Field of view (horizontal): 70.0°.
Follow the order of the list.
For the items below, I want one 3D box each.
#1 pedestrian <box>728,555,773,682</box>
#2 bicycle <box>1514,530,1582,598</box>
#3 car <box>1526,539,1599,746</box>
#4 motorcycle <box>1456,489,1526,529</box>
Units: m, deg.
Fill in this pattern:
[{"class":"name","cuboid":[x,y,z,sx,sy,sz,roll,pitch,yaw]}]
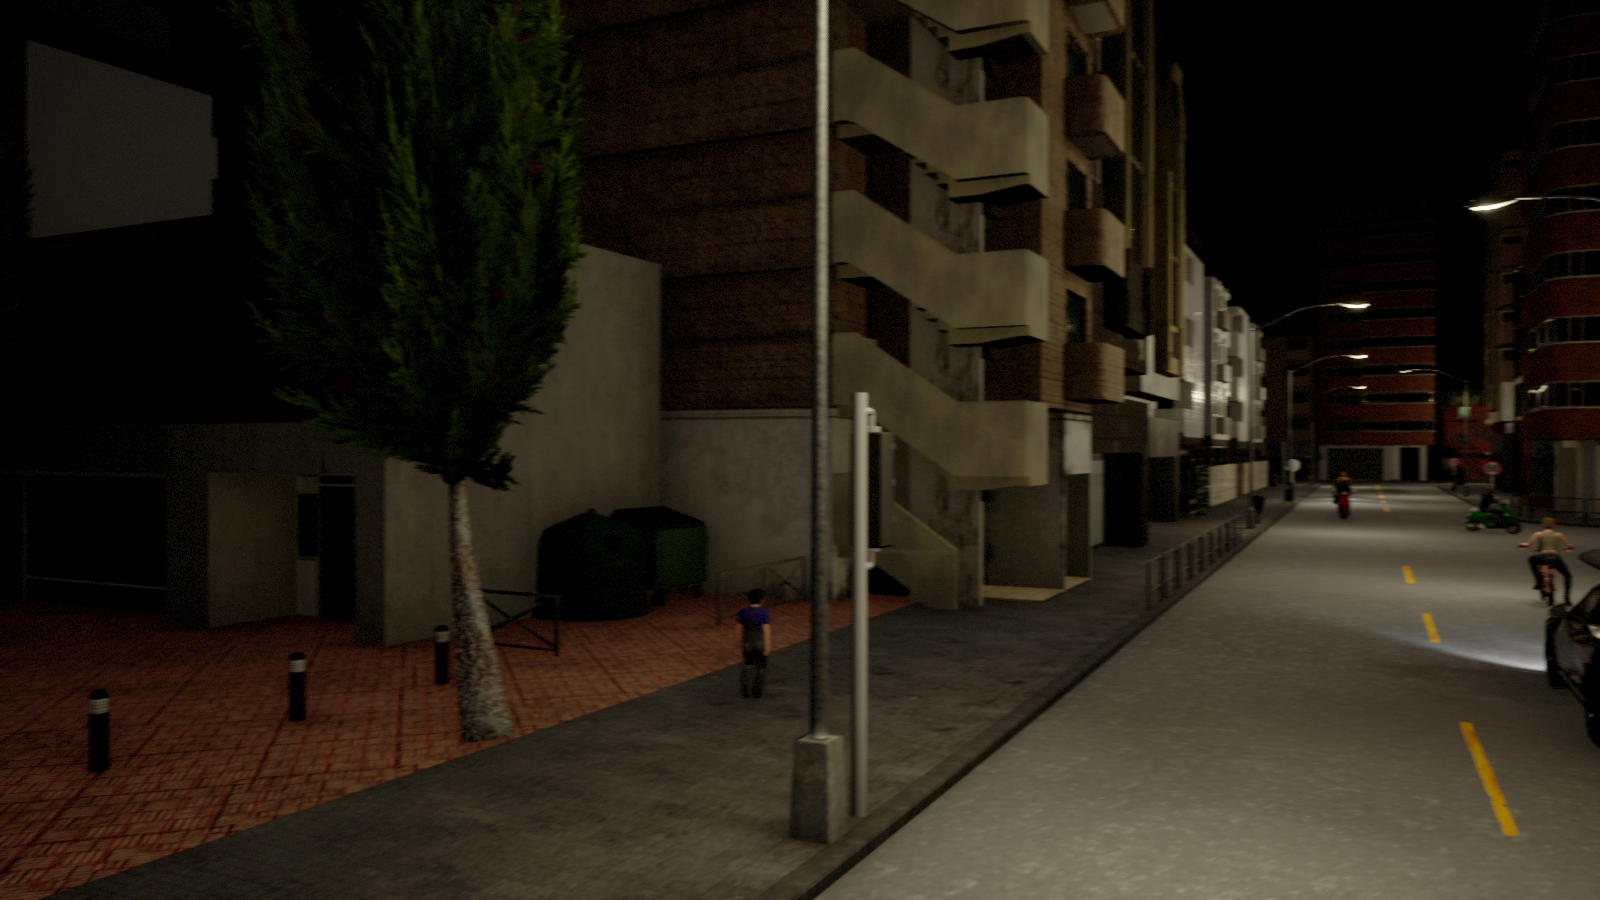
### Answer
[{"class":"pedestrian","cuboid":[-0.527,1.798,12.282,0.375,1.300,0.375,0,0,17]},{"class":"bicycle","cuboid":[13.643,2.055,20.867,0.859,1.080,1.487,0,0,26]},{"class":"car","cuboid":[8.992,1.856,11.707,2.163,1.488,4.792,0,0,27]},{"class":"motorcycle","cuboid":[23.330,1.995,38.602,0.856,1.236,1.805,5,-3,-31]}]
